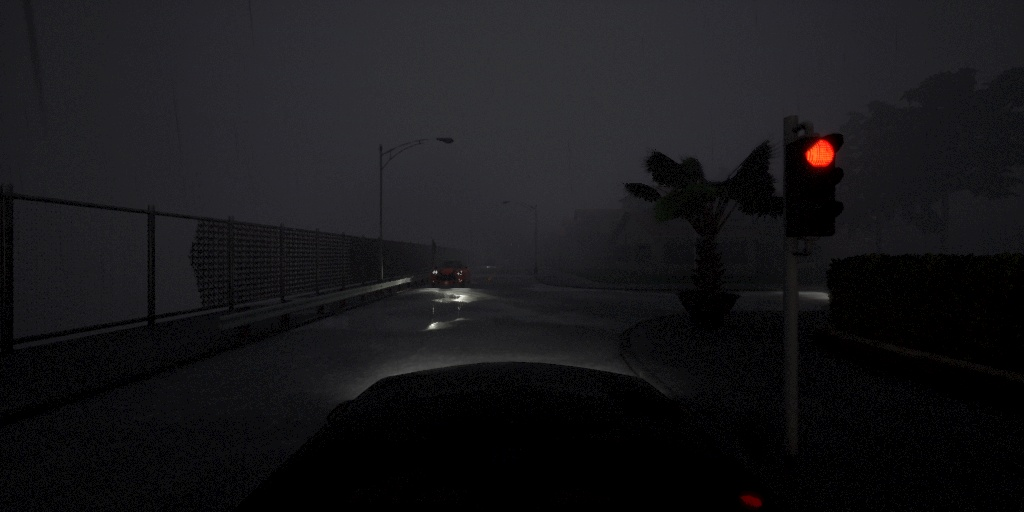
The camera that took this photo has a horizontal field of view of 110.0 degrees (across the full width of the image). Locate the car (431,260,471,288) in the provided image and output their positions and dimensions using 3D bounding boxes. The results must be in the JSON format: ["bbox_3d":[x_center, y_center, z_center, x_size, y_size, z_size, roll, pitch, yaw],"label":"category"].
[{"bbox_3d":[-4.000,1.049,24.049,2.097,1.767,4.553,0,0,0],"label":"car"}]
